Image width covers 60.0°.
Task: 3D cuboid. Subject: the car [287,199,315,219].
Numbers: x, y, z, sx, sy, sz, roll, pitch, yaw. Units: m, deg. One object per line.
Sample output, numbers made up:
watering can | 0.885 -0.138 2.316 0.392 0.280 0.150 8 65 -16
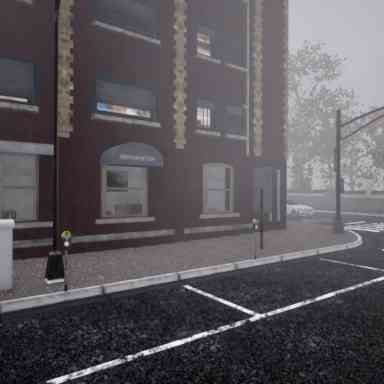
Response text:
car | 7.486 1.240 26.567 1.812 1.442 4.674 0 1 -36
